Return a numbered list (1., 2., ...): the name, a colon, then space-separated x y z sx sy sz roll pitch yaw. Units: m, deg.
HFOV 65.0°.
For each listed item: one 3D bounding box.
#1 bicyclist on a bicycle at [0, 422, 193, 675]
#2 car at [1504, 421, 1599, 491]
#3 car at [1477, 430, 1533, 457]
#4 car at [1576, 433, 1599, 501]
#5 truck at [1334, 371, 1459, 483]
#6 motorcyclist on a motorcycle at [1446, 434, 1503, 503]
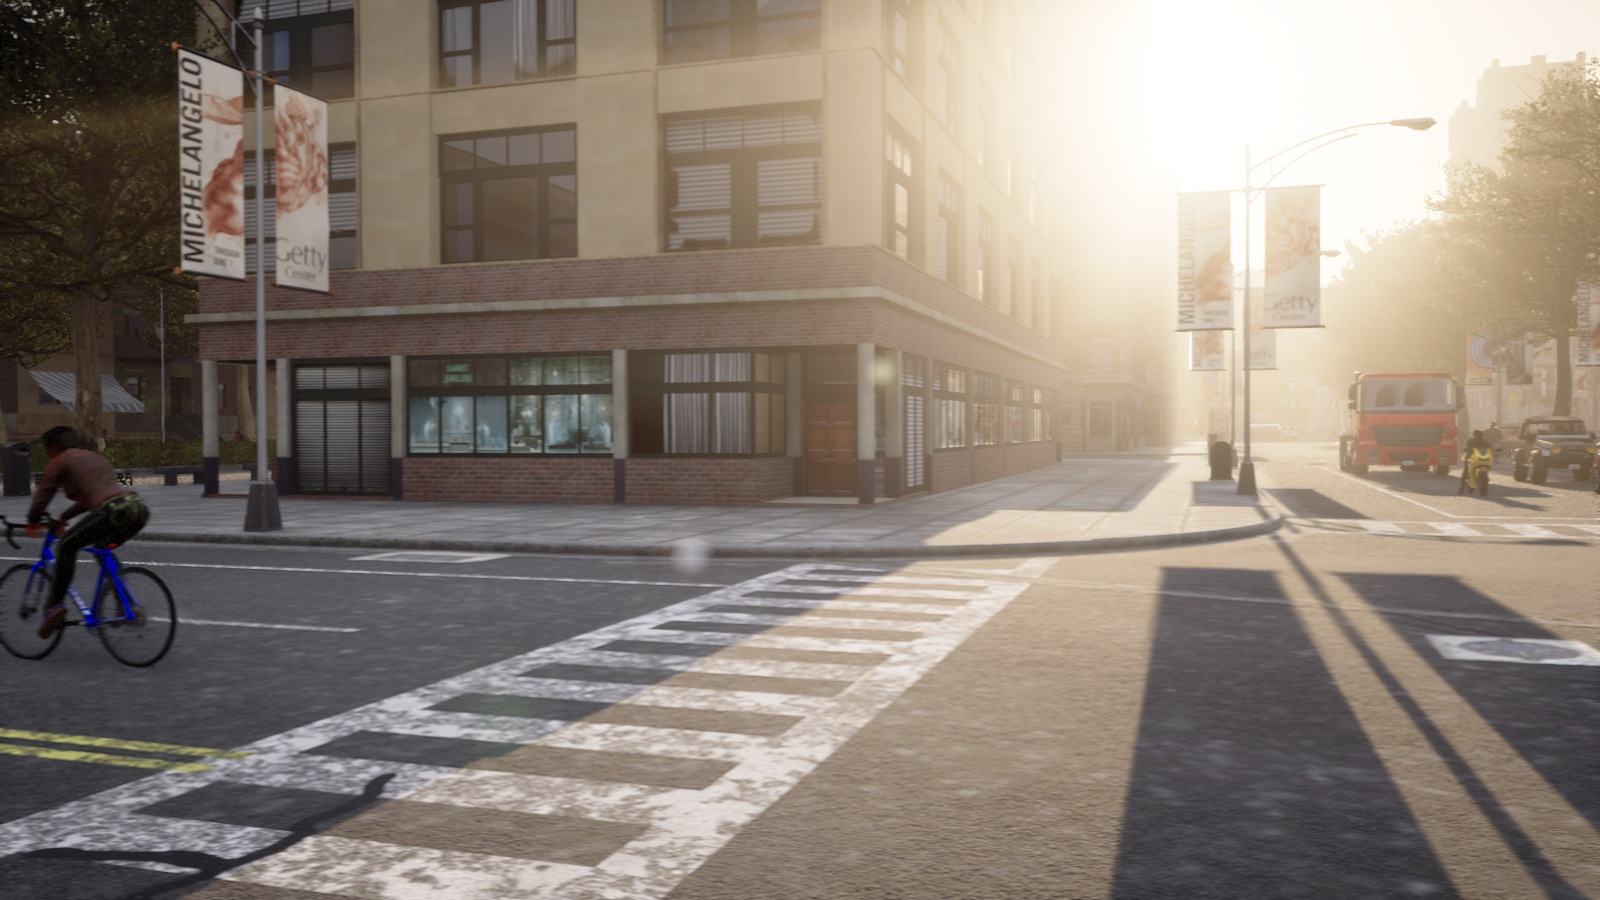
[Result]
1. bicyclist on a bicycle: -5.037 0.624 8.580 1.656 1.620 0.582 0 1 19
2. car: 21.464 0.132 35.646 1.905 1.878 3.866 1 1 19
3. car: 44.278 -0.429 78.976 2.242 1.667 4.611 1 1 18
4. car: 18.852 0.401 27.642 2.007 1.525 4.514 1 1 18
5. truck: 20.266 -0.770 43.134 2.891 3.462 7.936 1 1 18
6. motorcyclist on a motorcycle: 15.573 0.402 29.030 0.797 1.523 2.044 1 1 18
